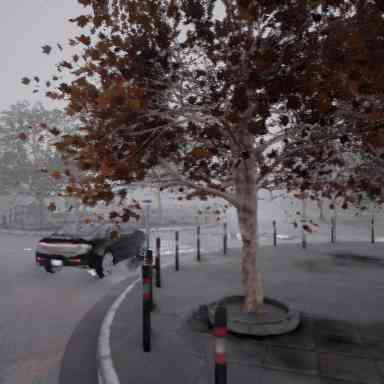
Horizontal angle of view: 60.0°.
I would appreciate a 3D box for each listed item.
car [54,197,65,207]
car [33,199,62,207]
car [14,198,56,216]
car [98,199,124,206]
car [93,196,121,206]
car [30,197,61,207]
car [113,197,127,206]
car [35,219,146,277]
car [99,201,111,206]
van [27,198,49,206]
[{"bbox_3d":[-27.008,1.839,63.422,5.566,2.045,2.435,1,-2,-32],"label":"car"},{"bbox_3d":[-28.457,2.152,65.656,4.892,1.521,2.231,1,-2,-32],"label":"car"},{"bbox_3d":[-16.833,1.739,35.241,2.128,1.511,4.902,0,-1,1],"label":"car"},{"bbox_3d":[-17.144,2.220,70.706,5.008,1.535,2.097,1,-2,-32],"label":"car"},{"bbox_3d":[-18.730,2.035,73.161,5.566,2.045,2.435,1,-2,-32],"label":"car"},{"bbox_3d":[-29.937,1.968,68.031,5.566,2.045,2.435,1,-2,-32],"label":"car"},{"bbox_3d":[-15.539,2.025,68.133,4.553,1.767,2.185,1,-2,-32],"label":"car"},{"bbox_3d":[-2.937,1.629,10.853,2.128,1.511,4.902,0,-1,12],"label":"car"},{"bbox_3d":[-16.040,2.066,59.922,2.033,1.411,5.357,0,-1,-16],"label":"car"},{"bbox_3d":[-35.809,2.353,77.530,4.442,1.987,1.878,1,-2,-32],"label":"van"}]
